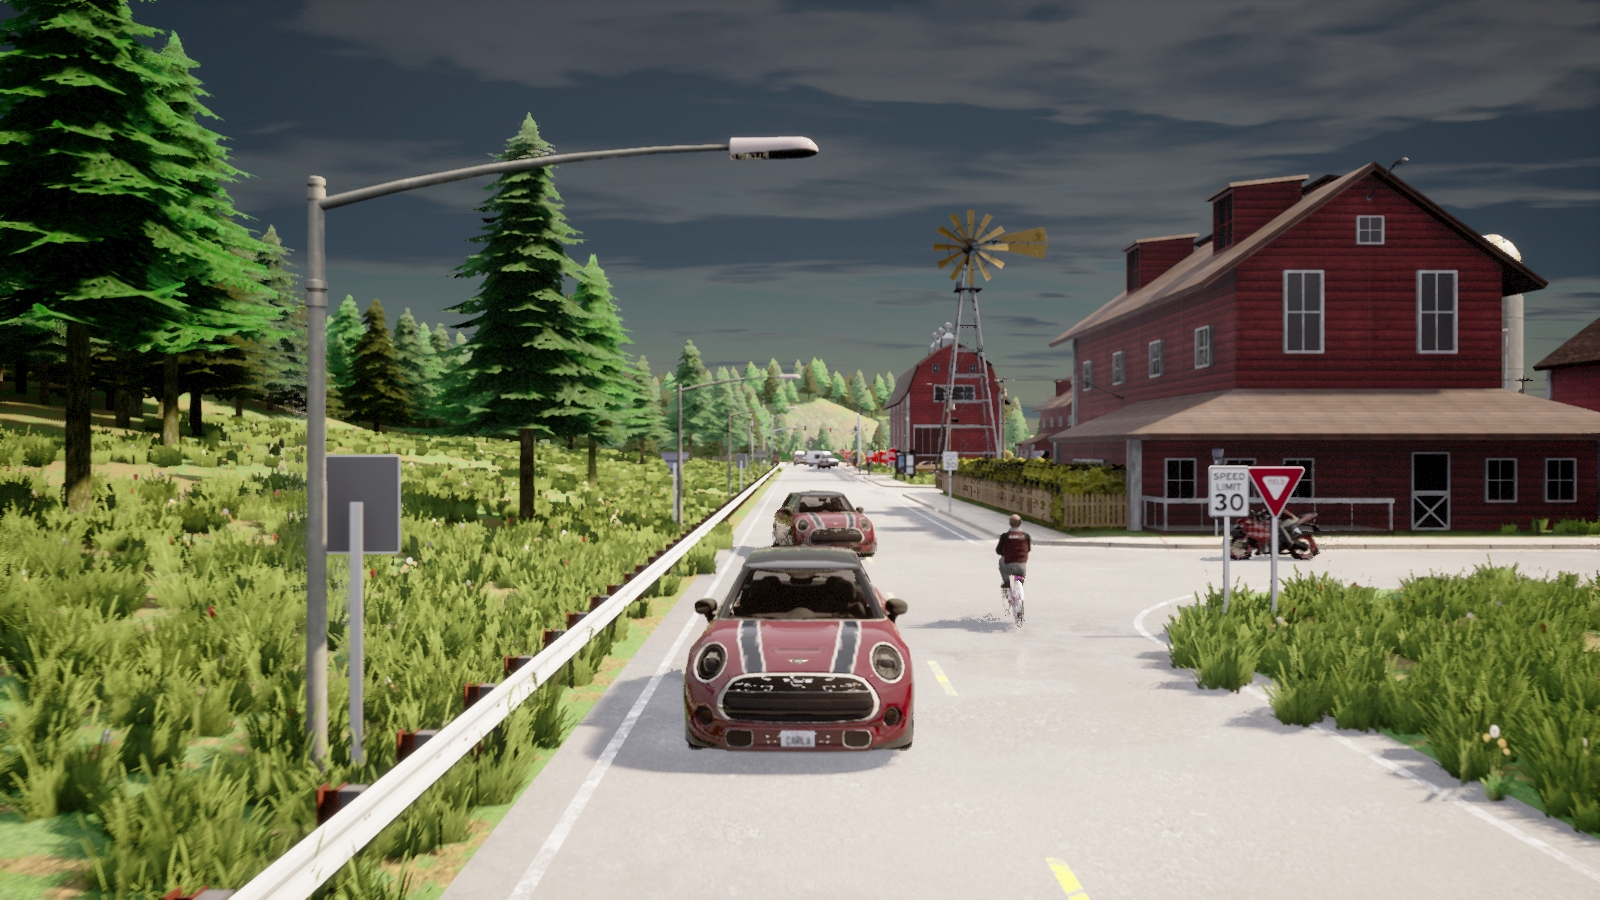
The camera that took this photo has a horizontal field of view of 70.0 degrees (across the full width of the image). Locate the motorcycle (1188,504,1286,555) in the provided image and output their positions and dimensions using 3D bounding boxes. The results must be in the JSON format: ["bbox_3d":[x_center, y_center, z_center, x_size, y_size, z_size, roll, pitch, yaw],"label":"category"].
[{"bbox_3d":[11.355,2.060,29.733,2.209,1.251,0.867,0,0,0],"label":"motorcycle"}]

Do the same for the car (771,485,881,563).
[{"bbox_3d":[0.584,1.884,30.416,2.097,1.767,4.553,0,0,-9],"label":"car"}]

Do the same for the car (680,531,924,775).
[{"bbox_3d":[0.049,1.904,12.086,2.097,1.767,4.553,0,0,1],"label":"car"}]

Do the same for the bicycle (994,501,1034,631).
[{"bbox_3d":[3.453,1.831,18.524,0.329,1.919,1.835,0,0,0],"label":"bicycle"}]
